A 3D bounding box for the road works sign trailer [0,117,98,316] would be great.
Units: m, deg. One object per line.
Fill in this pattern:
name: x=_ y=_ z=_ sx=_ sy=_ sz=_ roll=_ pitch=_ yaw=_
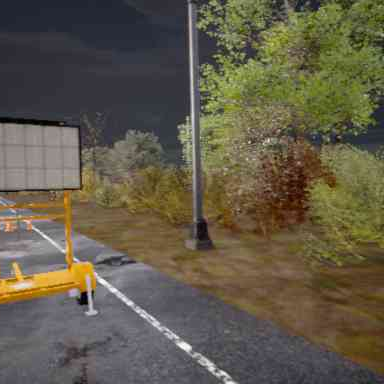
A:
road works sign trailer: x=-3.397 y=0.394 z=6.463 sx=2.380 sy=3.560 sz=2.880 roll=-2 pitch=2 yaw=-32
